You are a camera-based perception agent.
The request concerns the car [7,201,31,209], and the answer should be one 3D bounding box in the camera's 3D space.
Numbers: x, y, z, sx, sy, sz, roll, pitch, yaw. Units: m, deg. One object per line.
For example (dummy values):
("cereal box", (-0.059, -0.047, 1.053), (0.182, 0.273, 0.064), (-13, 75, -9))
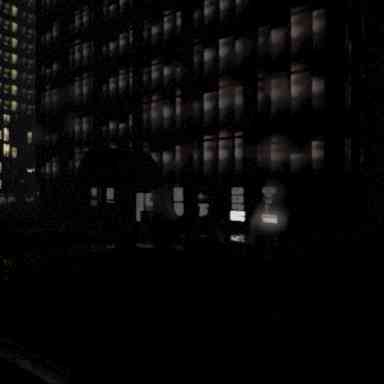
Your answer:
("car", (-33.018, 2.447, 63.341), (1.967, 1.590, 4.097), (0, -1, 35))
